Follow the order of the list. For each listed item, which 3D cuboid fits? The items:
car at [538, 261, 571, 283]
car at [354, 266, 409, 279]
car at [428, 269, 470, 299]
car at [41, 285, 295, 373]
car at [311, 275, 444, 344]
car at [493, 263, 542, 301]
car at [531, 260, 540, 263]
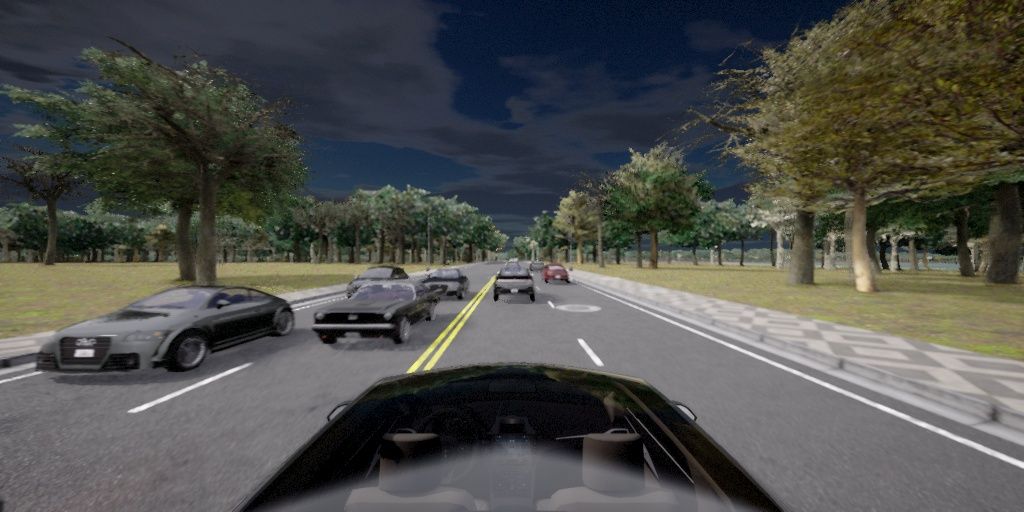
[{"bbox_3d":[3.315,1.322,28.009,1.812,1.442,4.674,0,0,0],"label":"car"},{"bbox_3d":[-6.498,1.282,17.967,1.837,1.490,4.892,0,0,0],"label":"car"},{"bbox_3d":[-3.248,1.340,17.967,1.994,1.385,4.181,0,0,0],"label":"car"},{"bbox_3d":[-6.588,1.323,7.530,1.994,1.385,4.181,0,0,0],"label":"car"},{"bbox_3d":[-3.341,1.363,9.743,1.895,1.301,4.718,0,0,0],"label":"car"},{"bbox_3d":[0.102,1.266,17.661,2.128,1.511,4.902,0,0,0],"label":"car"},{"bbox_3d":[3.351,1.344,48.493,2.128,1.511,4.902,0,0,0],"label":"car"}]
